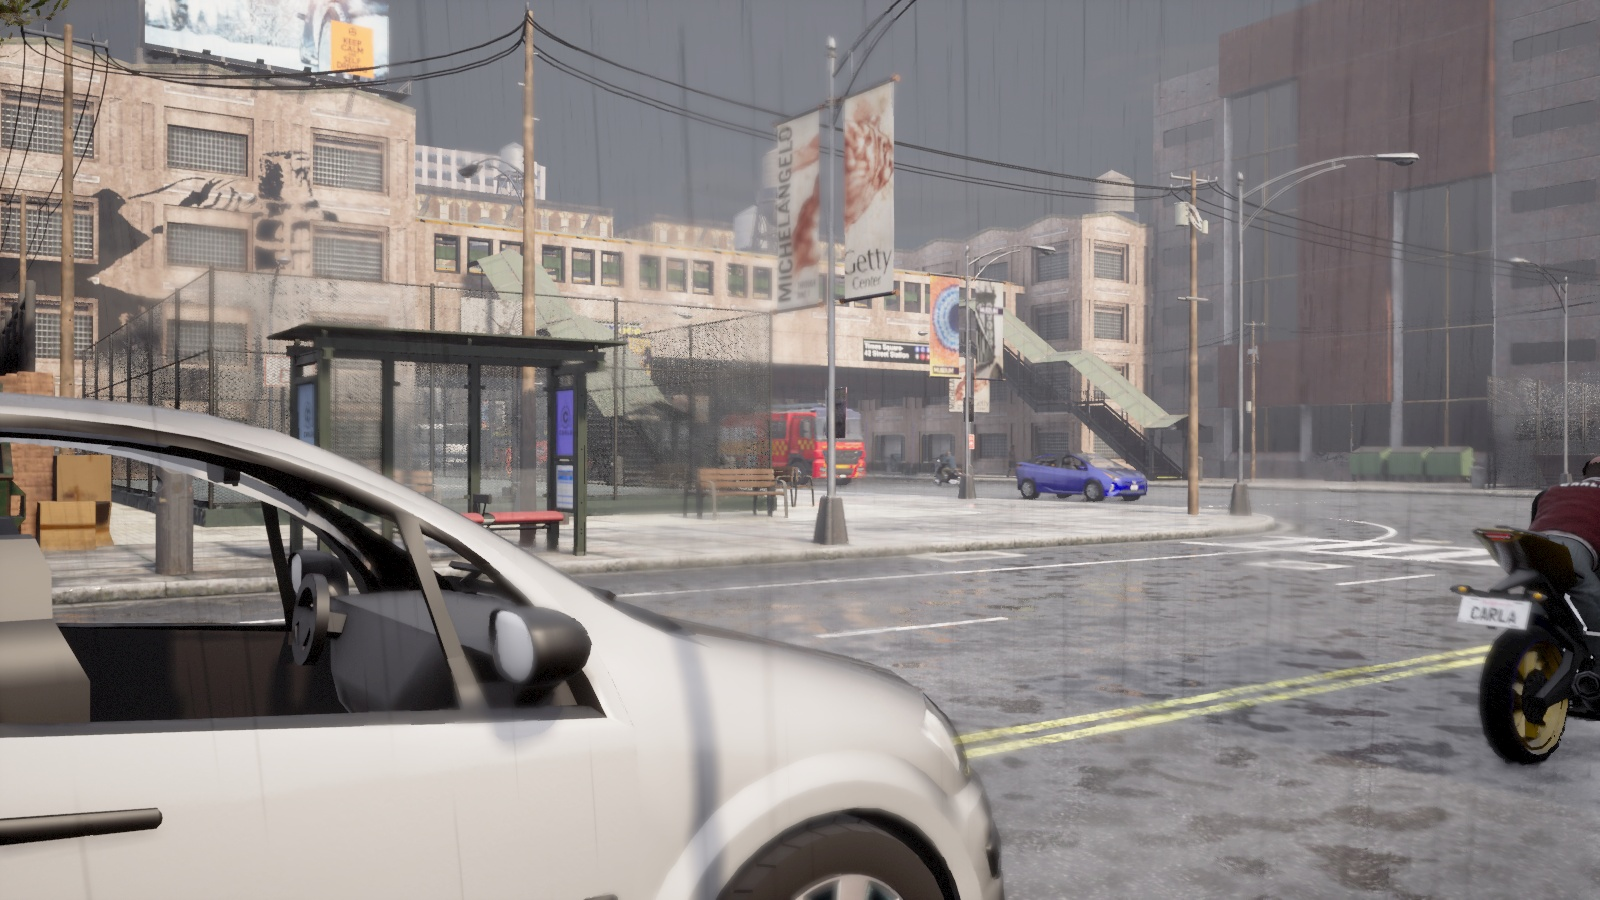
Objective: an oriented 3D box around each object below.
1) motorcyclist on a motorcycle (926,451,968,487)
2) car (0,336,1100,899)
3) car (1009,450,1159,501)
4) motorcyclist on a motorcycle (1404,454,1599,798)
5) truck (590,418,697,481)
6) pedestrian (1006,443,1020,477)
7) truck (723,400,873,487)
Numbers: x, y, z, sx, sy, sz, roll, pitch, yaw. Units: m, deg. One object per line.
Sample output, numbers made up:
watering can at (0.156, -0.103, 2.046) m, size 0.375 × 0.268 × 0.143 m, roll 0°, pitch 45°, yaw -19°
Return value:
motorcyclist on a motorcycle at (6.562, 0.821, 55.976) m, size 0.866 × 1.590 × 1.817 m, roll 0°, pitch 0°, yaw -34°
car at (-1.441, 0.653, 2.657) m, size 3.988 × 1.617 × 1.851 m, roll 0°, pitch 0°, yaw -35°
car at (8.974, 0.771, 40.060) m, size 2.007 × 1.525 × 4.514 m, roll 0°, pitch 0°, yaw -34°
motorcyclist on a motorcycle at (4.185, 0.787, 6.582) m, size 2.191 × 1.530 × 0.866 m, roll 0°, pitch 0°, yaw -35°
truck at (-9.232, -0.039, 73.040) m, size 2.891 × 3.462 × 7.936 m, roll 0°, pitch 0°, yaw -34°
pedestrian at (11.632, 0.545, 68.587) m, size 0.328 × 1.805 × 0.869 m, roll 0°, pitch 0°, yaw -23°
truck at (-0.250, -0.273, 59.730) m, size 2.891 × 3.827 × 8.468 m, roll 0°, pitch 0°, yaw -34°
